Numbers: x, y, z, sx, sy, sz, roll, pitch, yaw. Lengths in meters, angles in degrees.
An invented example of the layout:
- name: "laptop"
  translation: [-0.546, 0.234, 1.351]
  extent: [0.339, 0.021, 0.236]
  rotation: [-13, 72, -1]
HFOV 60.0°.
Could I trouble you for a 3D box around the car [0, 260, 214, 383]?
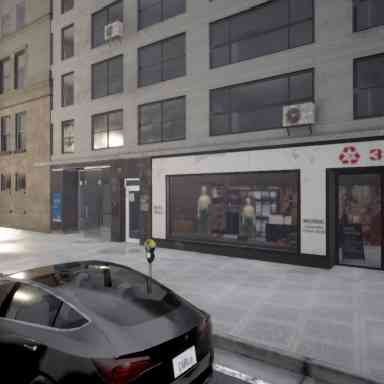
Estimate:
- name: "car"
  translation: [-1.755, 1.566, 4.218]
  extent: [4.313, 1.339, 1.947]
  rotation: [0, 0, 36]
